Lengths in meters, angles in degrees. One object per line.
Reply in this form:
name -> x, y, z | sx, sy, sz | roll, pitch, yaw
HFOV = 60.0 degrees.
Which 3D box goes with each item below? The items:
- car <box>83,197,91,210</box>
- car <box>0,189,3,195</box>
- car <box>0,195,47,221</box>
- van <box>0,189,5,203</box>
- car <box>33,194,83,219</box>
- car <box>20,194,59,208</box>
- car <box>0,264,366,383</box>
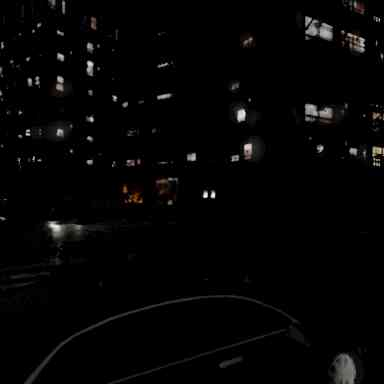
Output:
car -> -11.468, 0.988, 31.701 | 4.403, 1.369, 2.008 | 1, 0, 35
car -> -18.058, 0.710, 29.241 | 4.553, 1.767, 2.097 | 1, 1, 35
car -> -11.795, 1.102, 21.687 | 4.403, 1.369, 2.008 | 1, 0, 35
van -> -25.024, 0.442, 41.235 | 3.998, 1.788, 1.690 | 1, 0, 35
car -> -10.406, 1.026, 23.859 | 5.008, 1.535, 1.882 | 1, 1, 35
car -> -15.989, 0.907, 34.878 | 4.206, 1.307, 1.802 | 1, 0, 35
car -> -0.236, 1.503, 3.207 | 4.892, 1.490, 1.837 | 0, 0, -35
